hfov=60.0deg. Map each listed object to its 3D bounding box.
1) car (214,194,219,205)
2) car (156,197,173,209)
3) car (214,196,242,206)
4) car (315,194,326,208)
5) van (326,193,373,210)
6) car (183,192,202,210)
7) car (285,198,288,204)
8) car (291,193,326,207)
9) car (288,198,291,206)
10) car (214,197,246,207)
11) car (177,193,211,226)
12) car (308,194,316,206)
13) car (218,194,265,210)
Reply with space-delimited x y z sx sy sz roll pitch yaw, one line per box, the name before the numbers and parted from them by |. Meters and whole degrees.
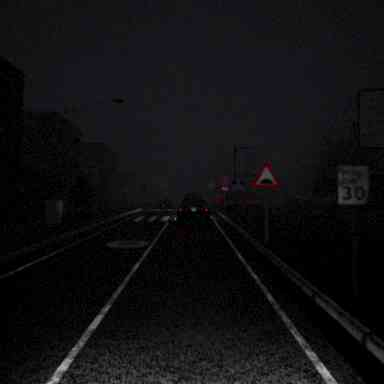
car | 6.192 1.257 51.293 5.566 2.045 2.435 0 -1 -1
car | -3.384 1.380 41.657 1.837 1.490 4.892 0 -1 0
car | 6.119 1.520 57.242 4.553 1.767 2.185 0 -1 -1
car | 18.706 1.350 41.392 5.366 1.575 1.946 0 -1 0
van | 18.427 1.099 38.598 4.442 1.987 1.878 0 -1 0
car | 0.063 1.095 41.325 2.150 2.045 5.566 0 -1 0
car | 18.354 1.351 55.232 5.566 2.045 2.435 0 -1 -1
car | 18.424 1.229 49.771 5.566 2.045 2.435 0 -1 -1
car | 18.410 1.542 52.558 4.892 1.521 2.231 0 -1 -1
car | 6.131 1.575 54.204 5.008 1.535 2.097 0 -1 -1
car | 0.093 1.162 22.319 2.097 1.767 4.553 0 -1 0
car | 18.684 1.384 44.052 5.366 1.575 1.946 0 -1 0
car | 6.086 1.323 39.142 5.366 1.575 1.946 0 -1 0
